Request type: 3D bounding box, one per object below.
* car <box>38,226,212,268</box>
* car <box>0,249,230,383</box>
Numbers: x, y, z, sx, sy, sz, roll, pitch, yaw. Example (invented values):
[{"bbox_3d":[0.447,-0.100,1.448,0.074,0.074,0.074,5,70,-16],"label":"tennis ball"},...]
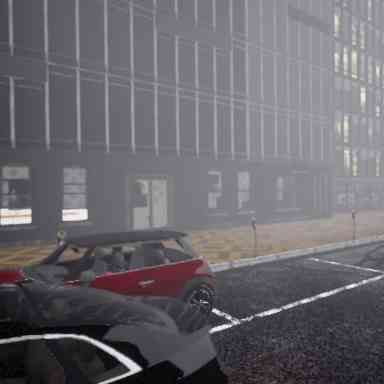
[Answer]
[{"bbox_3d":[-1.619,1.427,5.410,4.097,1.590,1.967,-1,0,-35],"label":"car"},{"bbox_3d":[-1.976,1.509,1.973,4.892,1.490,1.837,-1,0,-35],"label":"car"}]
